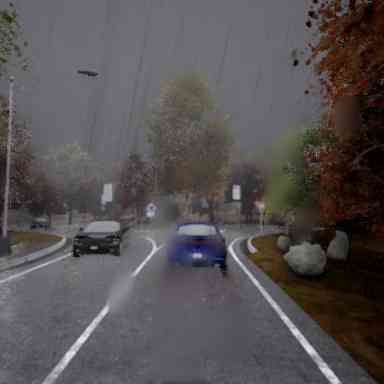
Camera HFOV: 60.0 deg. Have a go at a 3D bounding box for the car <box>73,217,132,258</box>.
[{"bbox_3d":[-3.896,1.972,15.090,1.882,1.535,5.008,1,-3,-4],"label":"car"}]

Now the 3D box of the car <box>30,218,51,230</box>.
[{"bbox_3d":[-19.036,3.975,41.980,2.033,1.411,5.357,1,-4,-17],"label":"car"}]

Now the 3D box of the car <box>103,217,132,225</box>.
[{"bbox_3d":[-13.412,5.230,59.960,4.718,1.301,1.895,2,-4,-37],"label":"car"}]

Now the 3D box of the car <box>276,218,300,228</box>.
[{"bbox_3d":[13.694,4.402,47.663,2.033,1.411,5.357,0,-4,-4],"label":"car"}]

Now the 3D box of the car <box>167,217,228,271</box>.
[{"bbox_3d":[0.190,1.834,12.251,1.882,1.535,5.008,0,-3,1],"label":"car"}]
